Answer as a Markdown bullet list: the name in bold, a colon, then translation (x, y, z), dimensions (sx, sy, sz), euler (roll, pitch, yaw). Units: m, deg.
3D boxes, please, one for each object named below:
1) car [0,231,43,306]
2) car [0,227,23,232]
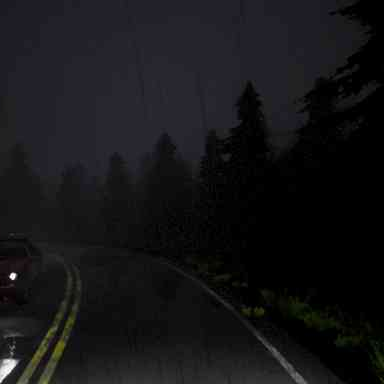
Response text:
- **car**: translation (-4.966, 1.890, 8.417), dimensions (1.895, 1.301, 4.718), euler (0, -3, -20)
- **car**: translation (-15.113, 3.592, 26.615), dimensions (4.902, 1.511, 2.128), euler (-6, -4, 34)
